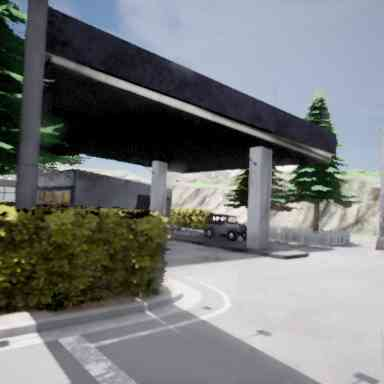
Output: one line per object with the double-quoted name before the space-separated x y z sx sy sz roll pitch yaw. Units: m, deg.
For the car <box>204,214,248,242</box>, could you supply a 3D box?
"car" 2.628 2.585 24.632 1.905 1.878 3.866 4 -3 -40
